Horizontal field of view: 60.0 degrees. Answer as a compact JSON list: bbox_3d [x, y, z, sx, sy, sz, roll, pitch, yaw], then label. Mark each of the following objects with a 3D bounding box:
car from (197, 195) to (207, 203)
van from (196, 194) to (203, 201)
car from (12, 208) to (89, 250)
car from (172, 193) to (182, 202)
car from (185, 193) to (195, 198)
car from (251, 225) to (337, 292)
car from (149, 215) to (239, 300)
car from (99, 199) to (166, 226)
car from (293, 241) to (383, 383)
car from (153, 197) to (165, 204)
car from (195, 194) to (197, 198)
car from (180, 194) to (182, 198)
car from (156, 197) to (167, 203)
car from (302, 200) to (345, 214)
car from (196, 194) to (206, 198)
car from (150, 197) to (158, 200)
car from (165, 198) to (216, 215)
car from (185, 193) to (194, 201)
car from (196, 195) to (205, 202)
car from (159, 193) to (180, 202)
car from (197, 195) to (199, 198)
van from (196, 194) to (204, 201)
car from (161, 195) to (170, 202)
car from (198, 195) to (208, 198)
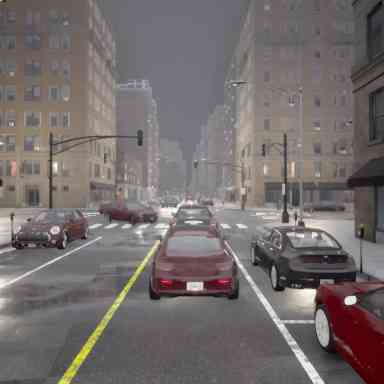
[{"bbox_3d":[2.176,1.540,74.693,1.967,1.590,4.097,0,0,-1],"label":"car"},{"bbox_3d":[1.985,1.502,91.214,1.690,1.788,3.998,0,0,-1],"label":"van"},{"bbox_3d":[-5.880,1.445,14.209,1.967,1.590,4.097,0,0,0],"label":"car"},{"bbox_3d":[-3.532,1.335,77.788,2.150,2.045,5.566,0,0,-1],"label":"car"},{"bbox_3d":[-0.550,1.340,79.392,2.150,2.045,5.566,0,0,-1],"label":"car"},{"bbox_3d":[2.657,1.553,8.739,2.008,1.369,4.403,0,0,0],"label":"car"},{"bbox_3d":[0.018,1.528,8.277,1.812,1.442,4.674,0,0,-1],"label":"car"},{"bbox_3d":[-4.371,1.441,23.468,5.008,1.535,1.882,1,0,45],"label":"car"},{"bbox_3d":[2.669,1.545,3.248,1.887,1.381,4.507,0,0,0],"label":"car"},{"bbox_3d":[-6.222,1.612,63.586,1.887,1.381,4.507,0,0,-1],"label":"car"},{"bbox_3d":[2.240,1.398,69.186,2.192,1.841,5.009,0,0,-1],"label":"car"},{"bbox_3d":[-3.432,1.603,67.257,1.812,1.442,4.674,0,0,0],"label":"car"},{"bbox_3d":[-6.286,1.664,69.094,1.802,1.307,4.206,0,0,-1],"label":"car"},{"bbox_3d":[14.634,1.647,37.153,4.674,1.442,1.812,0,0,1],"label":"car"},{"bbox_3d":[2.301,1.594,63.849,1.752,1.417,4.829,0,0,-1],"label":"car"},{"bbox_3d":[-5.881,1.452,30.285,5.008,1.535,1.882,0,0,0],"label":"car"},{"bbox_3d":[0.066,1.357,15.581,2.097,1.767,4.553,0,0,0],"label":"car"},{"bbox_3d":[-0.674,1.382,90.111,2.150,2.045,5.566,0,0,-1],"label":"car"},{"bbox_3d":[2.112,1.558,80.199,1.967,1.590,4.097,0,0,-1],"label":"car"},{"bbox_3d":[-3.272,1.390,48.456,2.097,1.767,4.553,0,0,-1],"label":"car"},{"bbox_3d":[2.367,1.621,58.172,1.947,1.339,4.313,0,0,-1],"label":"car"},{"bbox_3d":[2.049,1.480,85.707,1.690,1.788,3.998,0,0,-1],"label":"van"},{"bbox_3d":[-6.412,1.558,80.110,1.967,1.590,4.097,0,0,-1],"label":"car"},{"bbox_3d":[2.431,1.589,52.666,1.887,1.381,4.507,0,0,-1],"label":"car"}]
